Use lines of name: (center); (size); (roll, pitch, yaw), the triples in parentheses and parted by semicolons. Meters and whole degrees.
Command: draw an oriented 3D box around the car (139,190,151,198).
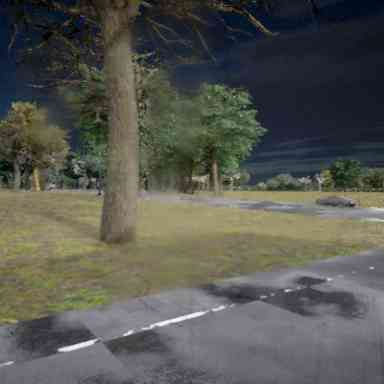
car: (-9.460, 0.243, 61.881); (2.033, 1.411, 5.357); (-1, 2, -33)

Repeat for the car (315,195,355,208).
car: (16.224, 1.052, 37.764); (1.994, 1.385, 4.181); (-1, 2, -35)
